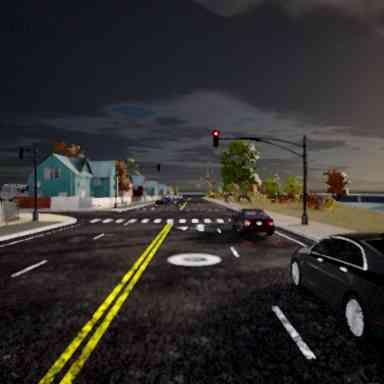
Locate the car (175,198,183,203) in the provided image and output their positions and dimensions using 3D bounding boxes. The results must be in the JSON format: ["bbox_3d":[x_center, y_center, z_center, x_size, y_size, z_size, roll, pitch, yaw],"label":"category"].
[{"bbox_3d":[-3.163,2.048,83.114,1.895,1.301,4.718,0,0,0],"label":"car"}]

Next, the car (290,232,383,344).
[{"bbox_3d":[3.357,1.530,6.409,1.837,1.490,4.892,0,-2,0],"label":"car"}]

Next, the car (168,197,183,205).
[{"bbox_3d":[-3.185,1.864,67.679,2.128,1.511,4.902,0,0,0],"label":"car"}]

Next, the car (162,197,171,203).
[{"bbox_3d":[-6.413,1.931,83.096,1.882,1.535,5.008,0,0,0],"label":"car"}]

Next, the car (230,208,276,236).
[{"bbox_3d":[3.374,1.636,19.188,2.033,1.411,5.357,0,0,0],"label":"car"}]

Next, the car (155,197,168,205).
[{"bbox_3d":[-6.430,1.951,67.568,1.895,1.301,4.718,0,0,0],"label":"car"}]
